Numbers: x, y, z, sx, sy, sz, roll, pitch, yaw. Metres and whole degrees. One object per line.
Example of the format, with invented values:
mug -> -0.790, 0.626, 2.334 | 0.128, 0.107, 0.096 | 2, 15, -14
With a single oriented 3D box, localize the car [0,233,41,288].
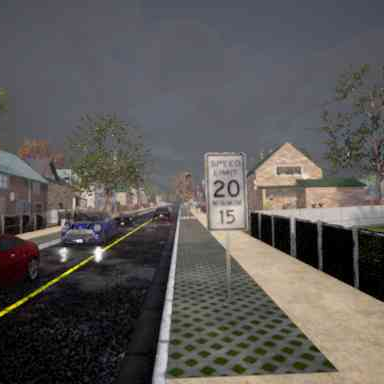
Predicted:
car -> -5.341, 1.774, 8.051 | 1.812, 1.442, 4.674 | -1, -2, -1

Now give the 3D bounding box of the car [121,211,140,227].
car -> -6.042, 2.475, 30.746 | 1.895, 1.301, 4.718 | -1, -1, -2

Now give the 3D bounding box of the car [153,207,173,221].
car -> -3.429, 2.509, 38.893 | 1.882, 1.535, 5.008 | -1, -1, -2

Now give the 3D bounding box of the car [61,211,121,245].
car -> -5.663, 1.896, 18.743 | 2.097, 1.767, 4.553 | -1, -2, -2

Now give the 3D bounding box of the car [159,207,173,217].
car -> -3.810, 2.914, 49.330 | 1.895, 1.301, 4.718 | -1, -1, -2
